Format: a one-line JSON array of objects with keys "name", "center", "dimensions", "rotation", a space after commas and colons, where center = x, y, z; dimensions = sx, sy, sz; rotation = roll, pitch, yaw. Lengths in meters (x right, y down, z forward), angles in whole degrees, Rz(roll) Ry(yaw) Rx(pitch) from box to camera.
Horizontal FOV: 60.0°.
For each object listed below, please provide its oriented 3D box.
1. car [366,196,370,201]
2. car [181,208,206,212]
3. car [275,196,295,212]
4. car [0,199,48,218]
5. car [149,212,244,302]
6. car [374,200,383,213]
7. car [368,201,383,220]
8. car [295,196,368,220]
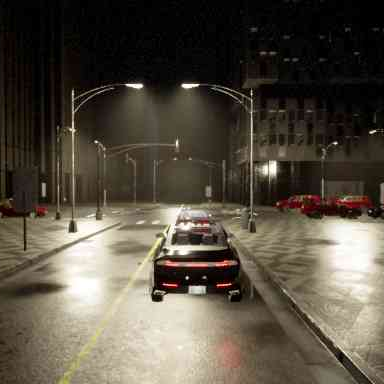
[{"name": "car", "center": [17.693, 1.353, 37.692], "dimensions": [5.009, 1.841, 2.192], "rotation": [0, 1, 0]}, {"name": "car", "center": [0.074, 1.550, 17.932], "dimensions": [2.033, 1.411, 5.357], "rotation": [0, 0, 0]}, {"name": "car", "center": [12.049, 1.325, 37.666], "dimensions": [5.009, 1.841, 2.192], "rotation": [0, 1, 0]}, {"name": "car", "center": [-14.963, 1.567, 29.021], "dimensions": [4.507, 1.381, 1.887], "rotation": [0, 1, 0]}, {"name": "car", "center": [0.087, 1.490, 8.223], "dimensions": [2.128, 1.511, 4.902], "rotation": [0, 0, 0]}, {"name": "car", "center": [23.334, 1.634, 37.720], "dimensions": [4.313, 1.339, 1.947], "rotation": [0, 1, 0]}, {"name": "car", "center": [17.720, 1.742, 29.171], "dimensions": [4.313, 1.339, 1.947], "rotation": [0, 1, 0]}, {"name": "car", "center": [12.078, 1.463, 29.142], "dimensions": [5.009, 1.841, 2.192], "rotation": [0, 1, 0]}]
